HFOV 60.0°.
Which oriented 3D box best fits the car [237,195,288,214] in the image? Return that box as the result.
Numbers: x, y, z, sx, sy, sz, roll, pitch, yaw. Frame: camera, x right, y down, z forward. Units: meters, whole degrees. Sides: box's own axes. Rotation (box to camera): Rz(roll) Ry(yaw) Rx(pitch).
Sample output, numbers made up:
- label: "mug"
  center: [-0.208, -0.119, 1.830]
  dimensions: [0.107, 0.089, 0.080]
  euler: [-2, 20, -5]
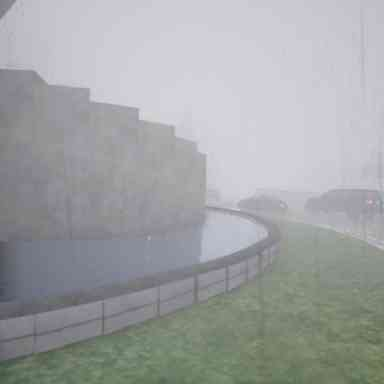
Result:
- label: "car"
  center: [5.554, 0.927, 26.409]
  dimensions: [1.994, 1.385, 4.181]
  euler: [1, 2, -35]

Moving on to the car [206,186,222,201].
- label: "car"
  center: [2.730, 0.283, 42.944]
  dimensions: [1.837, 1.490, 4.892]
  euler: [0, 2, 7]

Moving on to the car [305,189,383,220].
- label: "car"
  center: [10.988, 0.796, 24.381]
  dimensions: [2.150, 2.045, 5.566]
  euler: [1, 1, -31]

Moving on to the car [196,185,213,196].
- label: "car"
  center: [2.184, -0.310, 56.939]
  dimensions: [2.097, 1.767, 4.553]
  euler: [2, 2, 13]
